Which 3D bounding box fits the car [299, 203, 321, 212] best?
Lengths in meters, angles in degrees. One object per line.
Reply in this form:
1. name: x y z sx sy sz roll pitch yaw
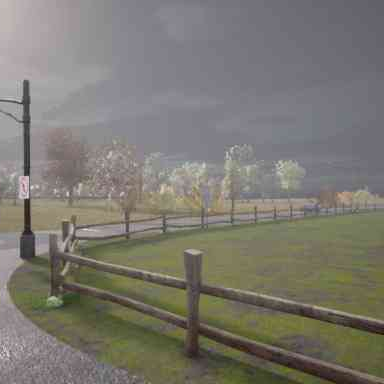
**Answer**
1. car: 18.897 2.449 52.982 2.033 1.411 5.357 -1 -2 40
